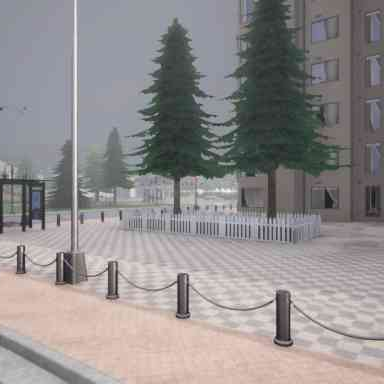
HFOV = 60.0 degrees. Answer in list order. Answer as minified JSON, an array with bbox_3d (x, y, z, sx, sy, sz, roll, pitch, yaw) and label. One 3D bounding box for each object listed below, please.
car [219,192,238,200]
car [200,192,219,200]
[{"bbox_3d":[9.519,1.374,84.721,3.633,1.501,1.845,0,0,35],"label":"car"},{"bbox_3d":[5.155,1.384,91.423,3.806,1.475,1.970,0,0,35],"label":"car"}]
